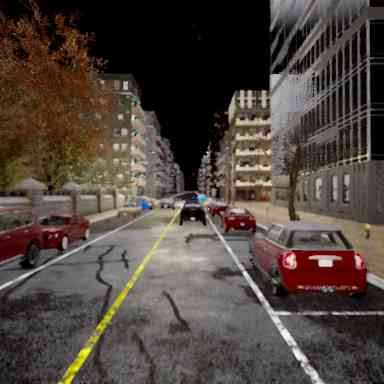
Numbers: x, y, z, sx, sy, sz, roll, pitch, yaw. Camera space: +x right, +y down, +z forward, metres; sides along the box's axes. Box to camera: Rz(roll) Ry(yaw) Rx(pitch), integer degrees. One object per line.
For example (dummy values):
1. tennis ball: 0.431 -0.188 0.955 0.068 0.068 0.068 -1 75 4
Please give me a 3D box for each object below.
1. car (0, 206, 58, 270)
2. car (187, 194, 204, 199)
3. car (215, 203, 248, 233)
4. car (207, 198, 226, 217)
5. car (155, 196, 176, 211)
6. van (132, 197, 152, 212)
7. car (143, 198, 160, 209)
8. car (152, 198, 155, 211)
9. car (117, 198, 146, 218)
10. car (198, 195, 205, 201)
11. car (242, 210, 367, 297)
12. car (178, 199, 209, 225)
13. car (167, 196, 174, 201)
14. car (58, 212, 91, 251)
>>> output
1. car: -5.697 1.332 8.654 2.192 1.841 5.009 1 0 0
2. car: 0.020 1.410 40.359 2.097 1.767 4.553 0 0 0
3. car: 2.659 1.580 19.864 1.887 1.381 4.507 1 0 0
4. car: 2.637 1.593 31.100 1.887 1.381 4.507 1 0 0
5. car: -3.113 1.552 42.438 2.128 1.511 4.902 0 0 0
6. van: -5.752 1.395 36.723 1.690 1.788 3.998 1 0 0
7. car: -5.776 1.589 47.781 1.752 1.417 4.829 1 0 0
8. car: -5.764 1.499 42.337 1.967 1.590 4.097 1 0 0
9. car: -5.743 1.573 30.940 1.752 1.417 4.829 1 0 0
10. car: 2.519 1.619 91.615 1.887 1.381 4.507 1 0 0
11. car: 2.681 1.458 8.629 1.967 1.590 4.097 1 0 0
12. car: 0.051 1.545 24.466 1.837 1.490 4.892 0 0 0
13. car: -5.862 1.655 91.655 1.802 1.307 4.206 1 0 0
14. car: -5.711 1.571 14.268 1.887 1.381 4.507 1 0 0
